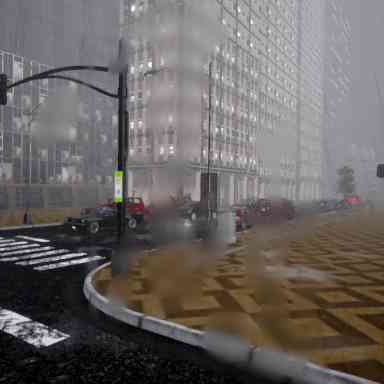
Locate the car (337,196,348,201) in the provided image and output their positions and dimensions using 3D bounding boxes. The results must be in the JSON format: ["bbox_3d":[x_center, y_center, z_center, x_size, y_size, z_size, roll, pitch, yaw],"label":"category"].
[{"bbox_3d":[39.478,1.623,87.080,1.947,1.339,4.313,1,1,35],"label":"car"}]

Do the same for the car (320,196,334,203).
[{"bbox_3d":[29.884,1.616,73.513,1.802,1.307,4.206,1,1,35],"label":"car"}]

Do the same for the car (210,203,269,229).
[{"bbox_3d":[3.270,1.668,22.006,1.802,1.307,4.206,1,0,35],"label":"car"}]

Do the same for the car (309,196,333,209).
[{"bbox_3d":[18.269,1.649,47.711,1.994,1.385,4.181,1,1,36],"label":"car"}]

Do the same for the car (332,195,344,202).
[{"bbox_3d":[36.193,1.570,82.433,1.752,1.417,4.829,1,1,35],"label":"car"}]

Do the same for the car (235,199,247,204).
[{"bbox_3d":[5.785,1.511,35.153,2.128,1.511,4.902,1,1,35],"label":"car"}]

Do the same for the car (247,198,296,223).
[{"bbox_3d":[6.759,1.409,26.934,2.192,1.841,5.009,1,0,35],"label":"car"}]

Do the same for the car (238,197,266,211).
[{"bbox_3d":[7.707,1.430,42.260,1.967,1.590,4.097,1,0,35],"label":"car"}]

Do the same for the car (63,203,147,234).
[{"bbox_3d":[-5.118,1.595,19.715,1.895,1.301,4.718,1,1,35],"label":"car"}]

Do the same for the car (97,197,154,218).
[{"bbox_3d":[-5.451,1.275,23.763,2.192,1.841,5.009,1,0,35],"label":"car"}]

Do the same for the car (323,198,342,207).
[{"bbox_3d":[23.117,1.658,54.566,1.994,1.385,4.181,1,1,35],"label":"car"}]

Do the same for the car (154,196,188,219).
[{"bbox_3d":[-1.795,1.283,28.933,2.192,1.841,5.009,1,0,35],"label":"car"}]

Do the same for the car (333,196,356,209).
[{"bbox_3d":[21.410,1.655,47.085,1.812,1.442,4.674,1,1,35],"label":"car"}]

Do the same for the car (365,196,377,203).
[{"bbox_3d":[39.522,1.598,73.492,1.967,1.590,4.097,1,1,35],"label":"car"}]

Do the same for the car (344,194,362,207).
[{"bbox_3d":[25.438,1.366,52.847,2.150,2.045,5.566,1,1,35],"label":"car"}]

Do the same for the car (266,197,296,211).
[{"bbox_3d":[11.734,1.524,43.493,2.128,1.511,4.902,1,1,36],"label":"car"}]

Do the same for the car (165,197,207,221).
[{"bbox_3d":[0.324,1.485,27.438,1.882,1.535,5.008,1,1,35],"label":"car"}]
